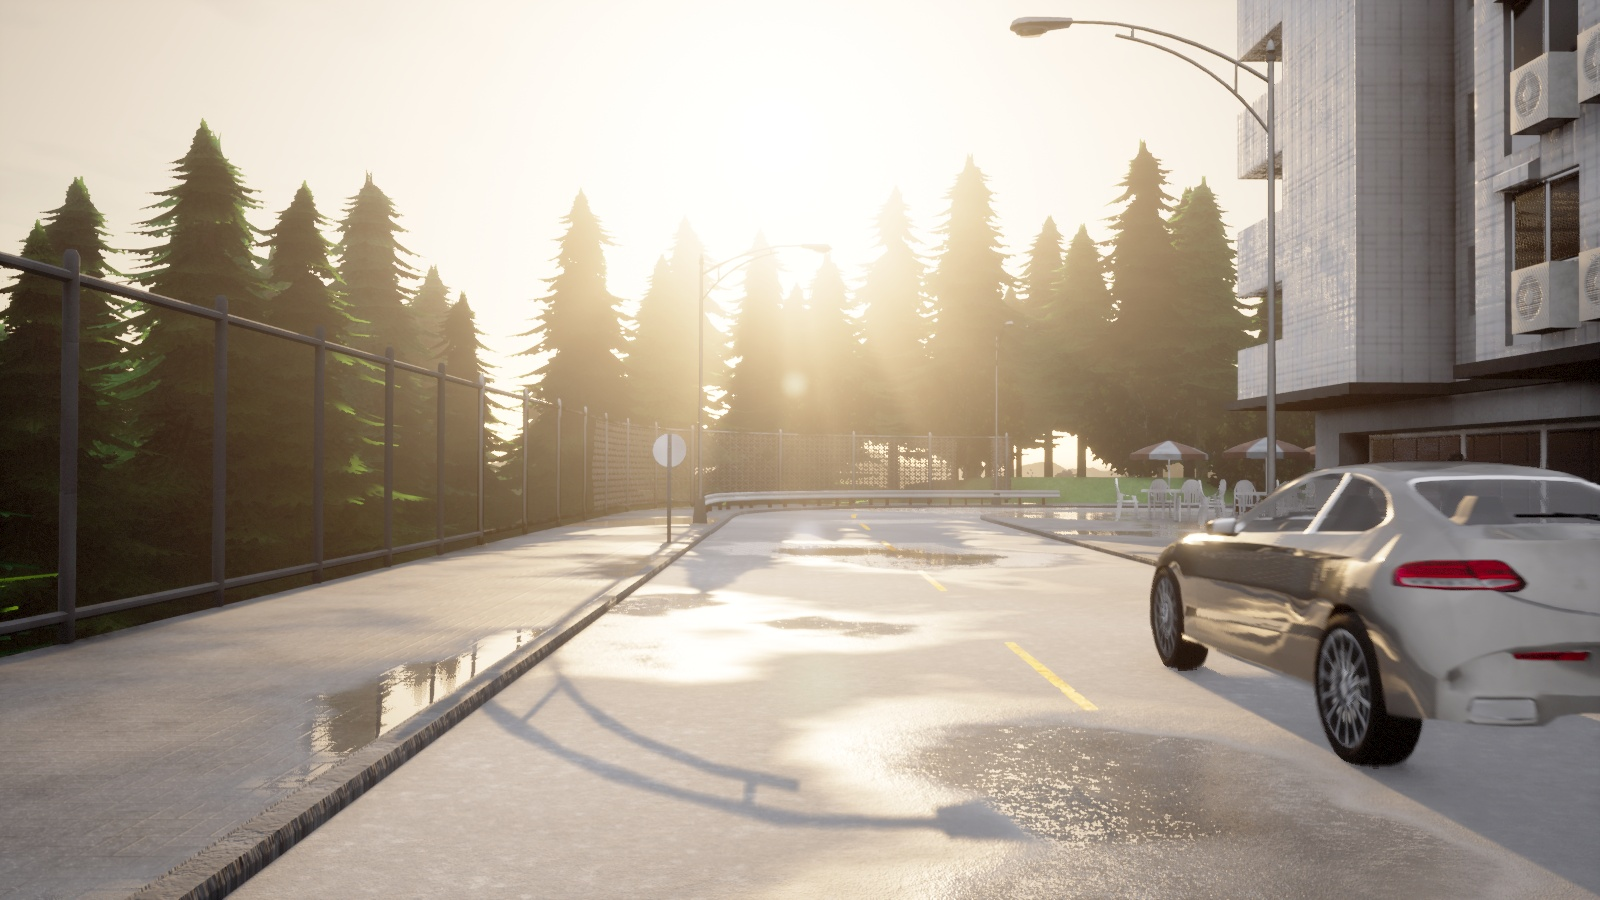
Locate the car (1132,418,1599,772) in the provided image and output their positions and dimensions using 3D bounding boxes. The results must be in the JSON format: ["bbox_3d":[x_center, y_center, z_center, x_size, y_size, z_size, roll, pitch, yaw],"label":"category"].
[{"bbox_3d":[3.973,0.718,8.398,2.152,1.651,5.027,0,-1,0],"label":"car"}]
